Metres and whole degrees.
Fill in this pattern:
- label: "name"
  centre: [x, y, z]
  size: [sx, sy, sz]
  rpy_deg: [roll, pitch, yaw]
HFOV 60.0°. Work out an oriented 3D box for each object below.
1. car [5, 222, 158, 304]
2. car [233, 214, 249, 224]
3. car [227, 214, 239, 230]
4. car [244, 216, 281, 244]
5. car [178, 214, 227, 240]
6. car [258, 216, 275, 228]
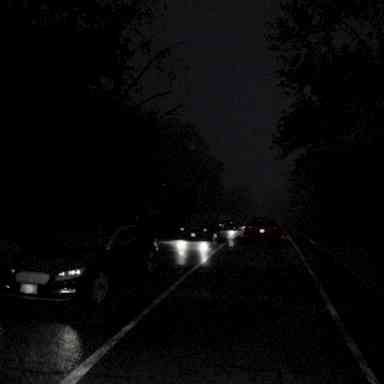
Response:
- label: "car"
  centre: [-2.364, 1.551, 8.426]
  size: [2.128, 1.511, 4.902]
  rpy_deg: [0, -1, 14]
- label: "car"
  centre: [6.924, 3.769, 46.719]
  size: [1.895, 1.301, 4.718]
  rpy_deg: [0, -4, 13]
- label: "car"
  centre: [3.296, 2.871, 31.840]
  size: [1.812, 1.442, 4.674]
  rpy_deg: [0, -4, 14]
- label: "car"
  centre: [4.111, 2.119, 19.257]
  size: [1.994, 1.385, 4.181]
  rpy_deg: [0, -3, 13]
- label: "car"
  centre: [0.687, 2.123, 20.910]
  size: [2.033, 1.411, 5.357]
  rpy_deg: [0, -3, 13]
- label: "car"
  centre: [9.800, 3.871, 43.551]
  size: [1.994, 1.385, 4.181]
  rpy_deg: [0, -4, 14]
